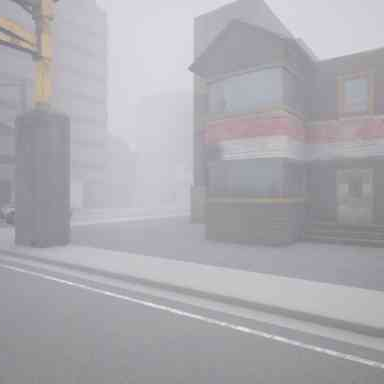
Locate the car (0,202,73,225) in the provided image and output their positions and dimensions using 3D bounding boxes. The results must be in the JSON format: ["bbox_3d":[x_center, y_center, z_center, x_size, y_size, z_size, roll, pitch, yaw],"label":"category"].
[{"bbox_3d":[-10.705,1.453,23.515,2.038,1.542,4.974,0,0,16],"label":"car"}]
